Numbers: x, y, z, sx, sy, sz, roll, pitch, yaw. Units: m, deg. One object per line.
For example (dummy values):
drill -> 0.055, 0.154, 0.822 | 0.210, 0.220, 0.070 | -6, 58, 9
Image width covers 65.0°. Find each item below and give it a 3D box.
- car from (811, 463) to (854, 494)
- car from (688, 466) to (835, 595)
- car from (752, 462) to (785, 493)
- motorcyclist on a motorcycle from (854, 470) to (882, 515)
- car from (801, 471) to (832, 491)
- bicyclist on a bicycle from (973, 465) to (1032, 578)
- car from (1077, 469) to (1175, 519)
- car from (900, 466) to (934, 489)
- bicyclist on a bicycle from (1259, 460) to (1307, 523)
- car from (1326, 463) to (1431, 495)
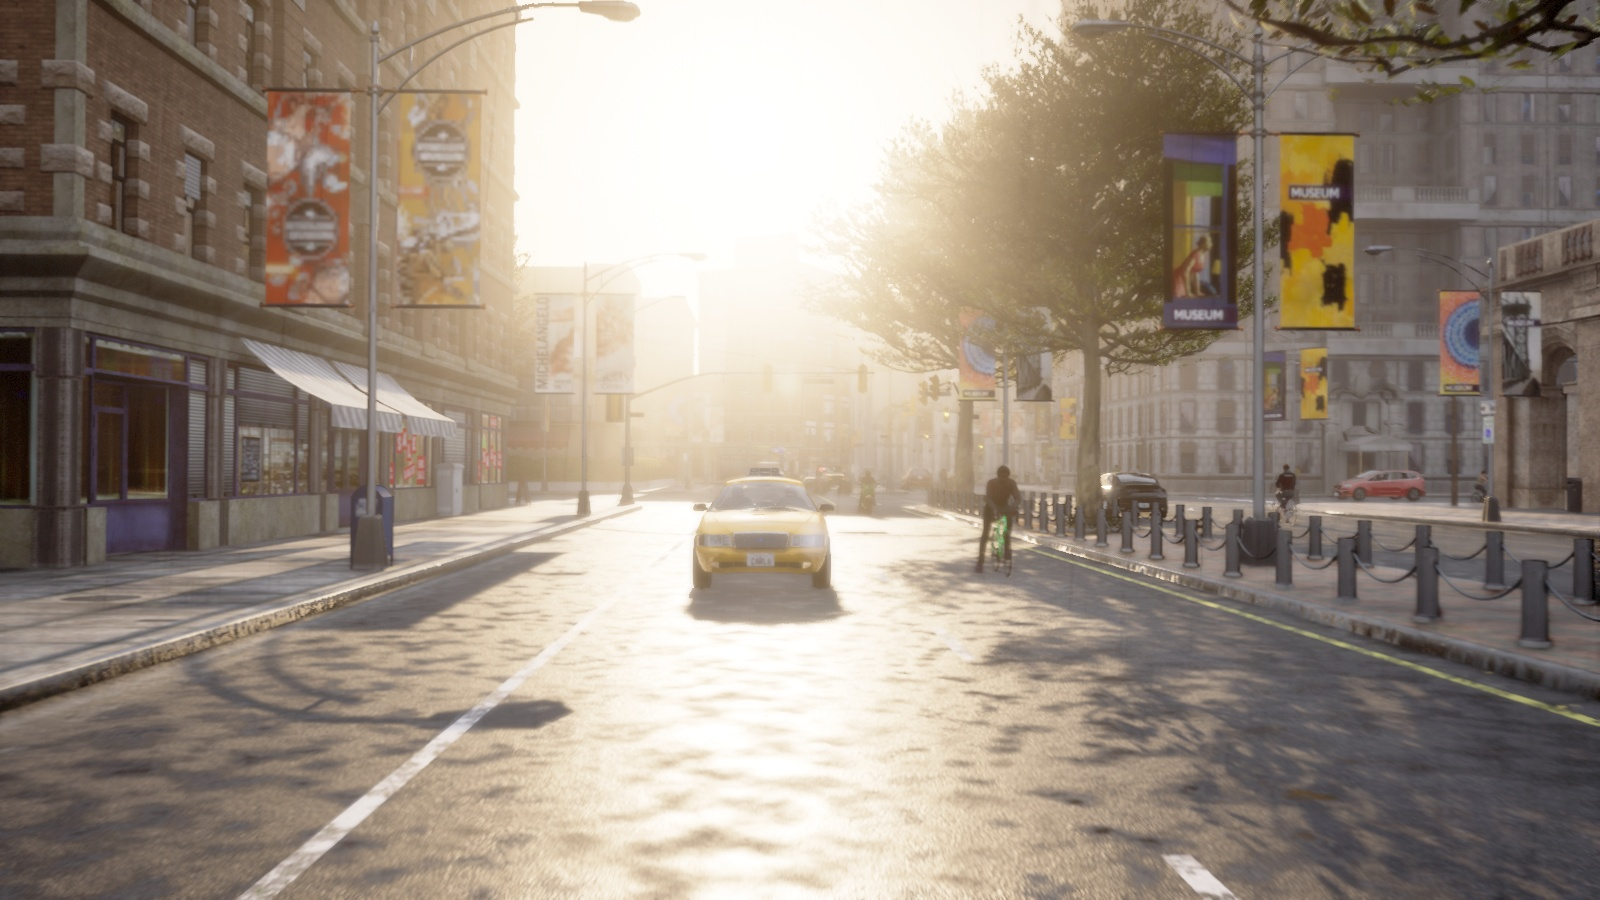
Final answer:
car -> 2.000, 1.788, 78.549 | 1.905, 1.878, 3.866 | 0, -1, -11
car -> -0.508, 1.027, 18.099 | 1.801, 1.575, 5.366 | 0, -1, -1
car -> -2.117, 1.828, 85.202 | 2.150, 2.045, 5.566 | 0, -1, -1
motorcyclist on a motorcycle -> 2.354, 1.444, 43.570 | 0.797, 1.523, 2.044 | 0, -1, -1
car -> 1.180, 2.252, 92.334 | 2.033, 1.411, 5.357 | 0, -1, -1
bicyclist on a bicycle -> 3.019, 1.038, 18.832 | 0.582, 1.620, 1.656 | 0, -1, -1
car -> 10.363, 1.385, 40.298 | 1.837, 1.490, 4.892 | 0, -1, 0
car -> 9.060, 2.109, 97.404 | 2.097, 1.767, 4.553 | 0, -1, -1
bicyclist on a bicycle -> 13.938, 1.177, 36.262 | 0.659, 1.776, 1.843 | 0, -1, 0
car -> 31.125, 1.559, 67.656 | 4.611, 1.667, 2.242 | 0, -1, -2
